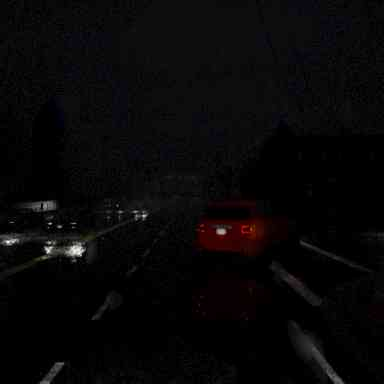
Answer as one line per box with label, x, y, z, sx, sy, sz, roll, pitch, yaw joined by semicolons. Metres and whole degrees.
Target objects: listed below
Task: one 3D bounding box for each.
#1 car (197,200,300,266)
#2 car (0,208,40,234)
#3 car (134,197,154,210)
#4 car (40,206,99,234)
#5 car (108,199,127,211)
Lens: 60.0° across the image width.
car;2.225;1.300;12.227;2.150;2.045;5.566;-2;-1;30
car;-10.593;1.696;20.103;1.994;1.385;4.181;0;0;0
car;-7.038;1.803;47.286;2.128;1.511;4.902;0;-1;1
car;-7.093;1.638;20.248;1.837;1.490;4.892;0;0;0
car;-10.538;1.816;47.176;1.837;1.490;4.892;0;-1;1
